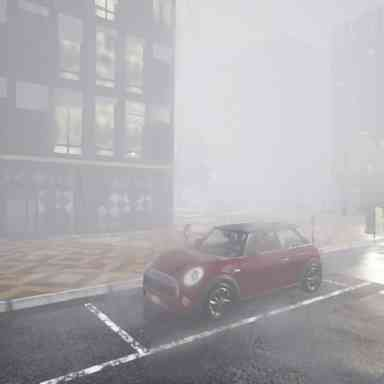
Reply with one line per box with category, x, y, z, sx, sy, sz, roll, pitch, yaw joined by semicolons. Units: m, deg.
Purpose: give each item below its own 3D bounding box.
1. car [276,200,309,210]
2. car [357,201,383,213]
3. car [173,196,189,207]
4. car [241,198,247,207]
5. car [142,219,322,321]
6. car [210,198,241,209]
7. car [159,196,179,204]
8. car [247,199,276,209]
car;14.445;1.806;46.884;1.802;1.307;4.206;1;-1;-35
car;21.011;1.730;37.637;1.947;1.339;4.313;1;-1;-35
car;-2.238;1.733;55.910;1.887;1.381;4.507;1;-1;-35
car;7.881;1.725;56.133;1.967;1.590;4.097;1;-1;-35
car;0.960;1.442;7.241;4.097;1.590;1.967;0;1;-36
car;4.327;1.677;46.662;2.008;1.369;4.403;1;-1;-35
car;-5.249;1.724;74.631;2.192;1.841;5.009;1;-1;-35
car;11.164;1.799;51.509;1.887;1.381;4.507;1;-1;-35
